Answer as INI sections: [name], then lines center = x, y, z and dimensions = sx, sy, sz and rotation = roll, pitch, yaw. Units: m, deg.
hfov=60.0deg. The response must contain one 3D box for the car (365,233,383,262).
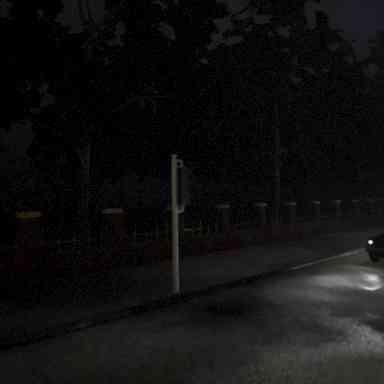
[car]
center = 7.810, 1.671, 11.499
dimensions = 4.718, 1.301, 1.895
rotation = 0, -1, -41
